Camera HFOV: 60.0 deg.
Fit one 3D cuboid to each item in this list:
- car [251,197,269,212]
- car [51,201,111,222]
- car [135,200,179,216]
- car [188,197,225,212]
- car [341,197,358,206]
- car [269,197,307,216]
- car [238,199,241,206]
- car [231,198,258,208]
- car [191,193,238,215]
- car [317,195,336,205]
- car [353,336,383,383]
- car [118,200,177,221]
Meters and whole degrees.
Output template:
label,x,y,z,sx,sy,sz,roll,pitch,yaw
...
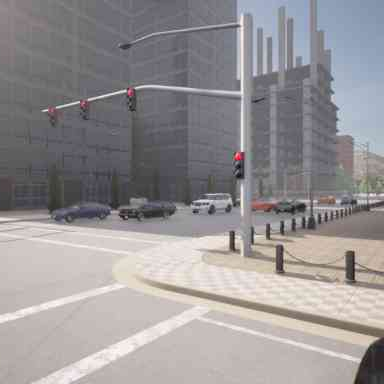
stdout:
label,x,y,z,sx,sy,sz,roll,pitch,yaw
car,8.426,1.296,36.693,2.097,1.767,4.553,0,0,36
car,-8.434,1.470,25.619,1.812,1.442,4.674,0,0,38
car,-3.355,1.508,32.656,1.994,1.385,4.181,0,0,36
car,1.785,1.436,39.784,2.128,1.511,4.902,0,0,36
car,26.104,1.492,55.252,2.033,1.411,5.357,0,0,36
car,9.725,1.436,32.508,2.128,1.511,4.902,0,0,36
car,8.244,1.422,42.747,1.882,1.535,5.008,0,0,36
car,7.630,1.545,47.868,1.895,1.301,4.718,0,0,36
car,2.144,1.166,34.294,2.150,2.045,5.566,0,0,36
car,23.171,1.298,57.173,2.097,1.767,4.553,0,0,36
car,3.072,1.564,1.778,4.181,1.385,1.994,0,0,36
car,-3.564,1.545,26.378,1.895,1.301,4.718,0,0,36
